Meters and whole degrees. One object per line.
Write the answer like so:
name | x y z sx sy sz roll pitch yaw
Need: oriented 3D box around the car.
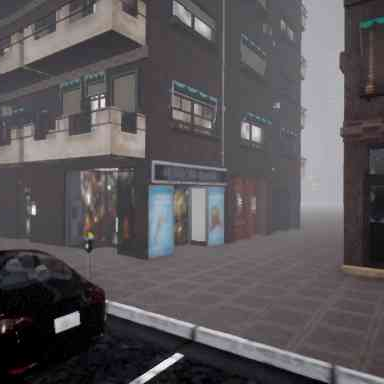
car | -3.156 1.564 5.121 4.313 1.339 1.947 0 0 36
